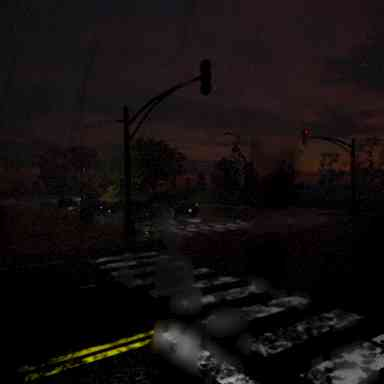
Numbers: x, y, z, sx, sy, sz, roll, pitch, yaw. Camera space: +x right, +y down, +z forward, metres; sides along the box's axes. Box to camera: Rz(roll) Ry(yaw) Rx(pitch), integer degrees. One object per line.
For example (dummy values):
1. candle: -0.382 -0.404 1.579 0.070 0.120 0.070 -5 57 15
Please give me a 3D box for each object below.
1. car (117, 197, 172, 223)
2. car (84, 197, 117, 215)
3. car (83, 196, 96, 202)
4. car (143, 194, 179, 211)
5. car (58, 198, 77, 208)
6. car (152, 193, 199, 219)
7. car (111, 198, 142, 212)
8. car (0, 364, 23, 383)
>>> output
1. car: -3.796 1.428 25.552 1.882 1.535 5.008 -2 1 -33
2. car: -9.197 1.554 34.009 1.895 1.301 4.718 -2 1 -33
3. car: -14.536 1.345 48.420 1.882 1.535 5.008 -2 1 -32
4. car: -3.562 1.119 37.604 2.097 1.767 4.553 -2 1 -33
5. car: -17.929 1.506 47.708 2.033 1.411 5.357 -2 1 -32
6. car: -1.634 1.082 28.187 2.150 2.045 5.566 -2 1 -33
7. car: -7.394 1.428 37.214 1.994 1.385 4.181 -2 1 -32
8. car: -3.159 1.551 1.206 4.674 1.442 1.812 -1 1 -35
